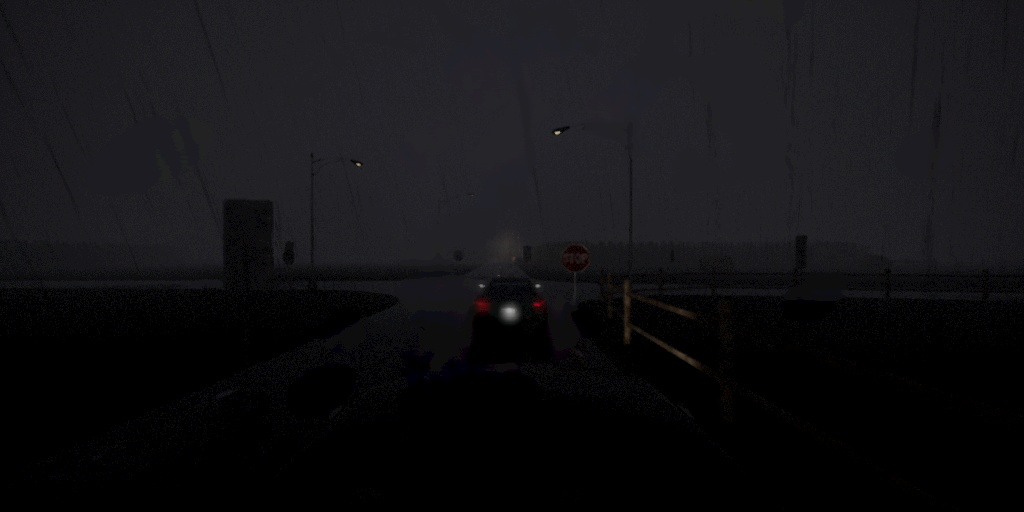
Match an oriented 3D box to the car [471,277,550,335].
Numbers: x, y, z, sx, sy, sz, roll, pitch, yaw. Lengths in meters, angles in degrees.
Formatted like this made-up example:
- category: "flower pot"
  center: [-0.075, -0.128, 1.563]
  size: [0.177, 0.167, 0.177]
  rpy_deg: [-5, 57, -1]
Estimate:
- category: "car"
  center: [-0.043, 1.296, 10.486]
  size: [1.994, 1.385, 4.181]
  rpy_deg: [0, 0, 0]
